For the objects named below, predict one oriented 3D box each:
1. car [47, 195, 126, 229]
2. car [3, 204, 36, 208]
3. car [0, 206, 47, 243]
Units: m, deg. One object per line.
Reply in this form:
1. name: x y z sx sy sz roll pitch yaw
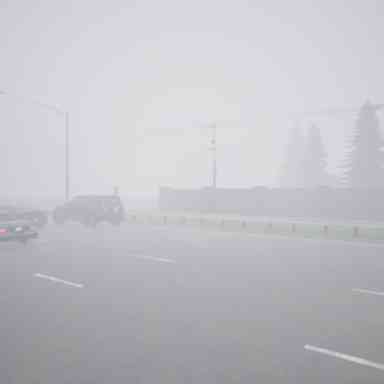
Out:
1. car: -6.790 1.205 21.741 5.566 2.045 2.150 0 0 36
2. car: -10.854 1.459 20.341 5.008 1.535 1.882 0 0 36
3. car: -8.940 1.533 14.675 5.357 1.411 2.033 0 0 36
